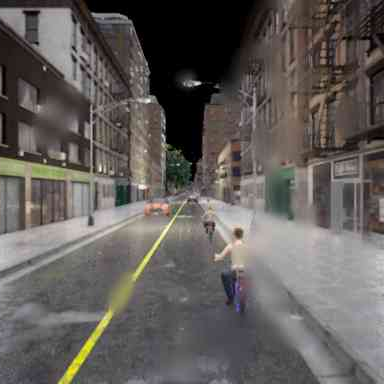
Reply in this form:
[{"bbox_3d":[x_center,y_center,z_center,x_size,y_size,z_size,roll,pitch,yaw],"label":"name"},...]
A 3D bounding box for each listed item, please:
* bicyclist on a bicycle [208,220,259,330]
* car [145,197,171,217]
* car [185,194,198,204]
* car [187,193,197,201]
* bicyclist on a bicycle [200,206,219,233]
[{"bbox_3d":[0.805,1.425,5.914,0.866,1.612,1.509,0,0,0],"label":"bicyclist on a bicycle"},{"bbox_3d":[-3.100,1.291,30.941,2.097,1.767,4.553,0,0,0],"label":"car"},{"bbox_3d":[0.094,1.388,61.276,1.812,1.442,4.674,0,0,0],"label":"car"},{"bbox_3d":[-0.006,1.179,75.935,2.097,1.767,4.553,0,0,0],"label":"car"},{"bbox_3d":[0.800,1.407,14.910,0.866,1.612,1.509,0,0,0],"label":"bicyclist on a bicycle"}]
